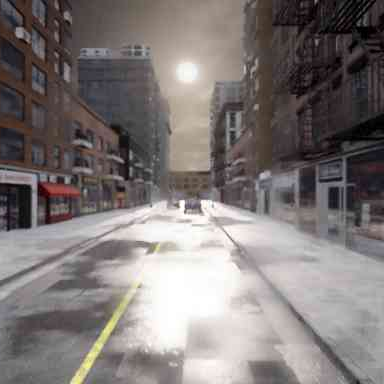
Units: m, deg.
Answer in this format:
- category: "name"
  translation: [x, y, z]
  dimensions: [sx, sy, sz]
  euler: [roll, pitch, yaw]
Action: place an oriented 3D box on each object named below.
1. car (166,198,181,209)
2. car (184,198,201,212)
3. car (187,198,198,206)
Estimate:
- category: "car"
  translation: [-2.774, 1.712, 50.349]
  dimensions: [1.837, 1.490, 4.892]
  euler: [0, -1, 0]
- category: "car"
  translation: [0.095, 1.510, 41.470]
  dimensions: [2.097, 1.767, 4.553]
  euler: [0, 0, 0]
- category: "car"
  translation: [0.095, 1.880, 63.551]
  dimensions: [1.895, 1.301, 4.718]
  euler: [0, 0, 0]
